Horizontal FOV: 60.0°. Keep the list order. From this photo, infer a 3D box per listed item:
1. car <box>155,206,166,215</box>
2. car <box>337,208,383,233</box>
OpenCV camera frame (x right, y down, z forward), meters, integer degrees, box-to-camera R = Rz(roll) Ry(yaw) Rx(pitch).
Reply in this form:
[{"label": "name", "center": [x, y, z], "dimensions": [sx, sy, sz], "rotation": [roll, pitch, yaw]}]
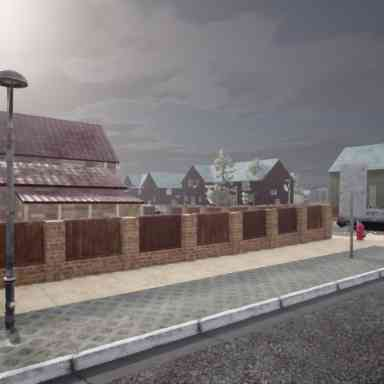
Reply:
[{"label": "car", "center": [-3.459, 2.354, 38.338], "dimensions": [2.128, 1.511, 4.902], "rotation": [1, -3, -36]}, {"label": "car", "center": [10.729, 1.680, 18.757], "dimensions": [2.128, 1.511, 4.902], "rotation": [1, -2, -36]}]
